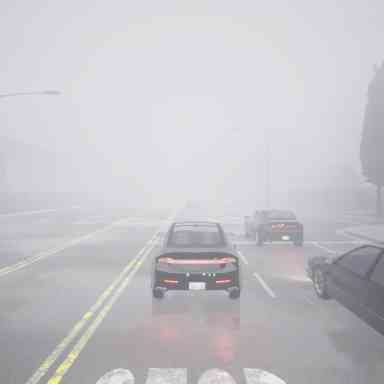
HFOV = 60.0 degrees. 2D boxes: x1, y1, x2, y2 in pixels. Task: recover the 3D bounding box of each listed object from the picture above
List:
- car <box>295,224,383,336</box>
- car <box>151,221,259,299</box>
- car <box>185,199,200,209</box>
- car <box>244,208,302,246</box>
[{"bbox_3d":[3.593,1.547,5.410,2.033,1.411,5.357,0,0,0],"label":"car"},{"bbox_3d":[0.089,1.492,8.459,2.128,1.511,4.902,0,0,0],"label":"car"},{"bbox_3d":[0.038,1.601,44.122,1.895,1.301,4.718,0,0,0],"label":"car"},{"bbox_3d":[3.579,1.505,15.157,1.837,1.490,4.892,0,0,0],"label":"car"}]
